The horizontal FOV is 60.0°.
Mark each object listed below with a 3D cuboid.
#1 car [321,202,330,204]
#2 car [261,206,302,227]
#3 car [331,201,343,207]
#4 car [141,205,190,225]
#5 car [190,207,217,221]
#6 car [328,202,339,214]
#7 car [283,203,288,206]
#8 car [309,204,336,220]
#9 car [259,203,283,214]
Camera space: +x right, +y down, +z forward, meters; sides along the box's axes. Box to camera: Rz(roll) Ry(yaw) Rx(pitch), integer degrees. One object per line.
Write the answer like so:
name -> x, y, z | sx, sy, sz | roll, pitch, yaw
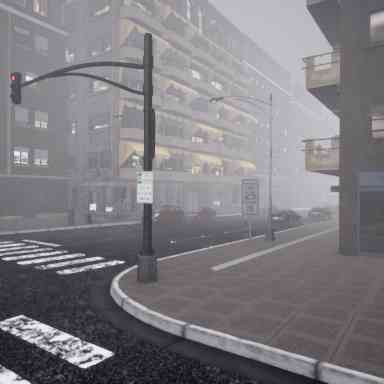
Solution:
car -> 19.502, 2.545, 48.921 | 1.895, 1.301, 4.718 | 0, -1, 35
car -> 7.692, 2.095, 27.444 | 1.947, 1.339, 4.313 | -1, -2, 35
car -> 36.428, 3.021, 83.483 | 1.967, 1.590, 4.097 | -1, -1, 35
car -> -2.372, 1.821, 27.527 | 1.967, 1.590, 4.097 | -1, -1, 35
car -> 0.863, 2.063, 32.185 | 1.802, 1.307, 4.206 | -1, -1, 35
car -> 20.732, 2.458, 46.231 | 1.752, 1.417, 4.829 | -1, -2, 35
car -> 13.708, 2.404, 50.692 | 1.752, 1.417, 4.829 | -1, -1, 35
car -> 14.164, 2.295, 36.767 | 1.947, 1.339, 4.313 | -1, -2, 35
car -> 10.569, 2.326, 46.170 | 1.887, 1.381, 4.507 | -1, -1, 35
